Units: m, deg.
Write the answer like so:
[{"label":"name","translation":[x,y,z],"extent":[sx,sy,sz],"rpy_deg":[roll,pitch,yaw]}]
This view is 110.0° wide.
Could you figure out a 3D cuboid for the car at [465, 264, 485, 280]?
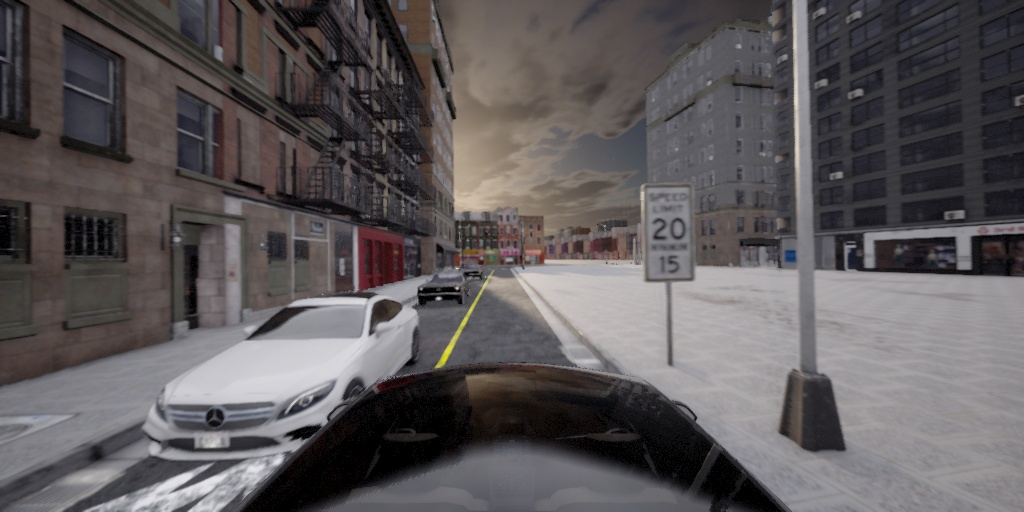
[{"label":"car","translation":[-3.396,1.416,31.488],"extent":[1.895,1.301,4.718],"rpy_deg":[-1,0,-1]}]

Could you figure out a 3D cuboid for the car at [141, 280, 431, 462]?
[{"label":"car","translation":[-2.646,1.319,5.404],"extent":[1.812,1.442,4.674],"rpy_deg":[-1,0,-2]}]

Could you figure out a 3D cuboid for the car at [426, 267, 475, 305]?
[{"label":"car","translation":[-2.977,1.400,16.510],"extent":[1.895,1.301,4.718],"rpy_deg":[-1,0,-2]}]
